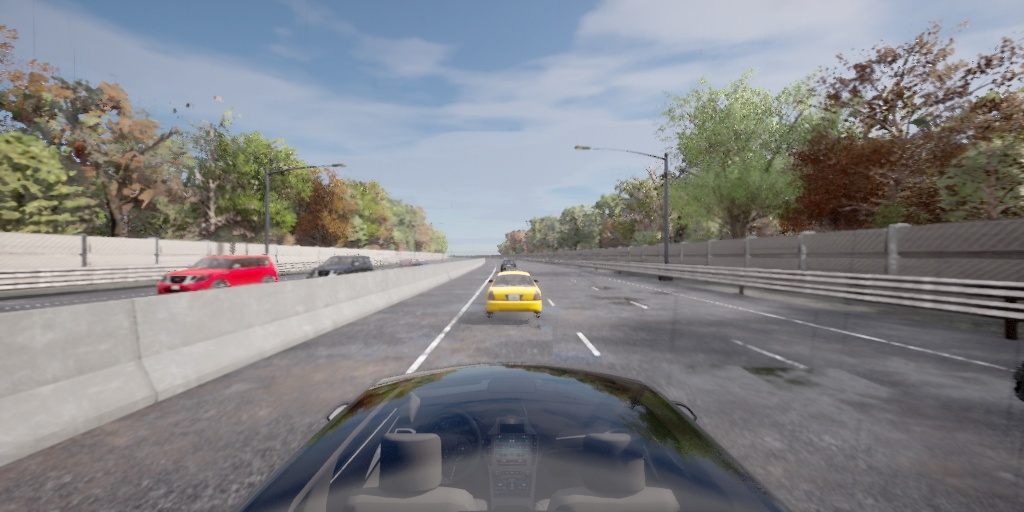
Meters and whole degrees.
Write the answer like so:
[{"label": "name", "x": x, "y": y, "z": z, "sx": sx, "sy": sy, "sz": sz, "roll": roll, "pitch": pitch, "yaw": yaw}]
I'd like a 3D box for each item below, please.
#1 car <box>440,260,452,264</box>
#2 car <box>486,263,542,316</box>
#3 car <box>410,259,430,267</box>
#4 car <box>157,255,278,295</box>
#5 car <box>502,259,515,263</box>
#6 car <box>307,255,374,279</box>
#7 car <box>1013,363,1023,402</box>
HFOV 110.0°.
[{"label": "car", "x": -11.631, "y": 1.371, "z": 63.681, "sx": 1.895, "sy": 1.301, "sz": 4.718, "roll": 0, "pitch": 0, "yaw": -1}, {"label": "car", "x": 0.049, "y": 1.211, "z": 13.238, "sx": 1.801, "sy": 1.575, "sz": 5.366, "roll": 0, "pitch": 0, "yaw": 0}, {"label": "car", "x": -15.012, "y": 1.366, "z": 59.439, "sx": 1.895, "sy": 1.301, "sz": 4.718, "roll": 0, "pitch": 0, "yaw": -1}, {"label": "car", "x": -14.187, "y": 0.978, "z": 17.843, "sx": 2.150, "sy": 2.045, "sz": 5.566, "roll": 0, "pitch": 0, "yaw": -1}, {"label": "car", "x": -0.448, "y": 1.196, "z": 44.734, "sx": 2.033, "sy": 1.649, "sz": 4.856, "roll": 0, "pitch": 0, "yaw": -1}, {"label": "car", "x": -10.744, "y": 0.979, "z": 23.043, "sx": 2.150, "sy": 2.045, "sz": 5.566, "roll": 0, "pitch": 0, "yaw": -1}, {"label": "car", "x": 7.095, "y": 1.252, "z": 2.304, "sx": 1.837, "sy": 1.490, "sz": 4.892, "roll": 0, "pitch": 0, "yaw": 0}]
